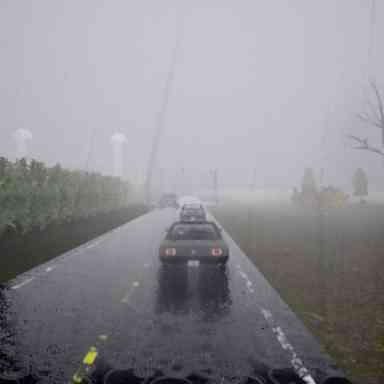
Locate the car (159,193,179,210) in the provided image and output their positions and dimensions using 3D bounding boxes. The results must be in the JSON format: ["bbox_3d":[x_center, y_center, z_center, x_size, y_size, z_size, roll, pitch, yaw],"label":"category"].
[{"bbox_3d":[-2.804,1.156,40.936,2.150,2.045,5.566,0,0,0],"label":"car"}]

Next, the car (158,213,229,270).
[{"bbox_3d":[0.066,1.578,10.899,1.895,1.301,4.718,0,0,0],"label":"car"}]

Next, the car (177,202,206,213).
[{"bbox_3d":[0.070,1.553,25.892,1.895,1.301,4.718,0,0,0],"label":"car"}]
